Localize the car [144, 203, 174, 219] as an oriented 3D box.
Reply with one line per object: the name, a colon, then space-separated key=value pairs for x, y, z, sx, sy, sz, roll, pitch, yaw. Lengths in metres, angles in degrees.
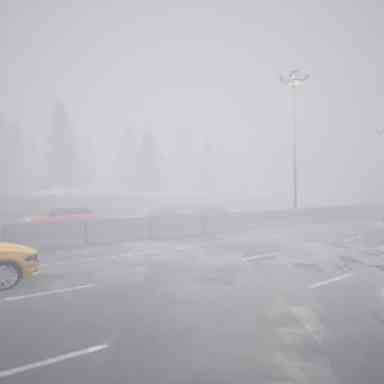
car: x=-2.577 y=1.915 z=33.379 sx=4.902 sy=1.511 sz=2.128 roll=0 pitch=-1 yaw=-42

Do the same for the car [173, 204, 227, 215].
car: x=1.172 y=1.924 z=32.008 sx=5.357 sy=1.411 sz=2.033 roll=0 pitch=-1 yaw=-42

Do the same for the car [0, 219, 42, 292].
car: x=-6.312 y=1.626 z=7.743 sx=5.008 sy=1.535 sz=1.882 roll=0 pitch=-1 yaw=-36

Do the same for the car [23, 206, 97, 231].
car: x=-8.003 y=1.658 z=19.901 sx=4.553 sy=1.767 sz=2.097 roll=0 pitch=-1 yaw=-37

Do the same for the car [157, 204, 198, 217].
car: x=-1.639 y=2.083 z=38.962 sx=4.718 sy=1.301 sz=1.895 roll=0 pitch=-1 yaw=-43
